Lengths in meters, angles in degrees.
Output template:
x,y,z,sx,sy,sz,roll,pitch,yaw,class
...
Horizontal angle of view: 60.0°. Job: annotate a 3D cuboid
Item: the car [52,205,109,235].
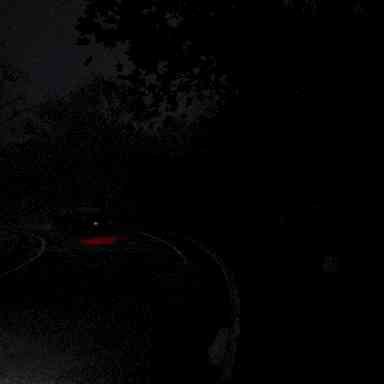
x,y,z,sx,sy,sz,roll,pitch,yaw,class
-6.489,1.477,19.063,1.882,1.535,5.008,1,-1,-38,car
